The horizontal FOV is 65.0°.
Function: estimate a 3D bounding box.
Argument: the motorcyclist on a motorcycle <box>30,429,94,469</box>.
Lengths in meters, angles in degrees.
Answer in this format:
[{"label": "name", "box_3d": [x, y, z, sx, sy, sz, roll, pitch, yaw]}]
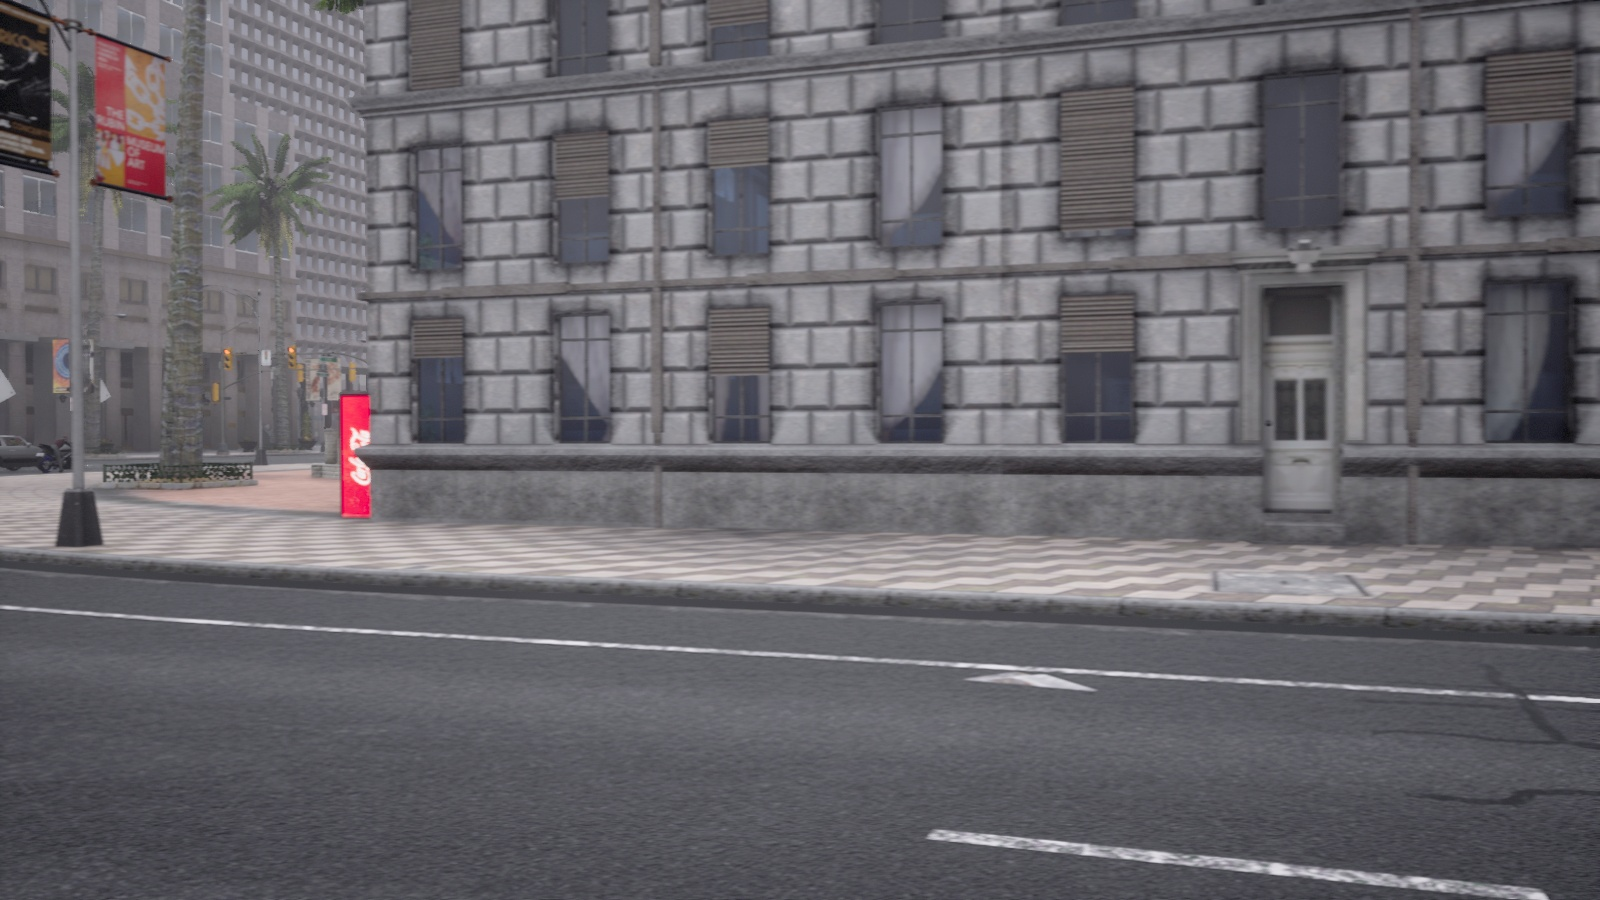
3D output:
[{"label": "motorcyclist on a motorcycle", "box_3d": [-29.103, -0.041, 49.535, 0.866, 1.530, 2.191, 0, 1, 15]}]

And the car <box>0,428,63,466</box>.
[{"label": "car", "box_3d": [-32.282, -0.145, 50.921, 1.970, 1.475, 3.806, 0, 1, 15]}]
